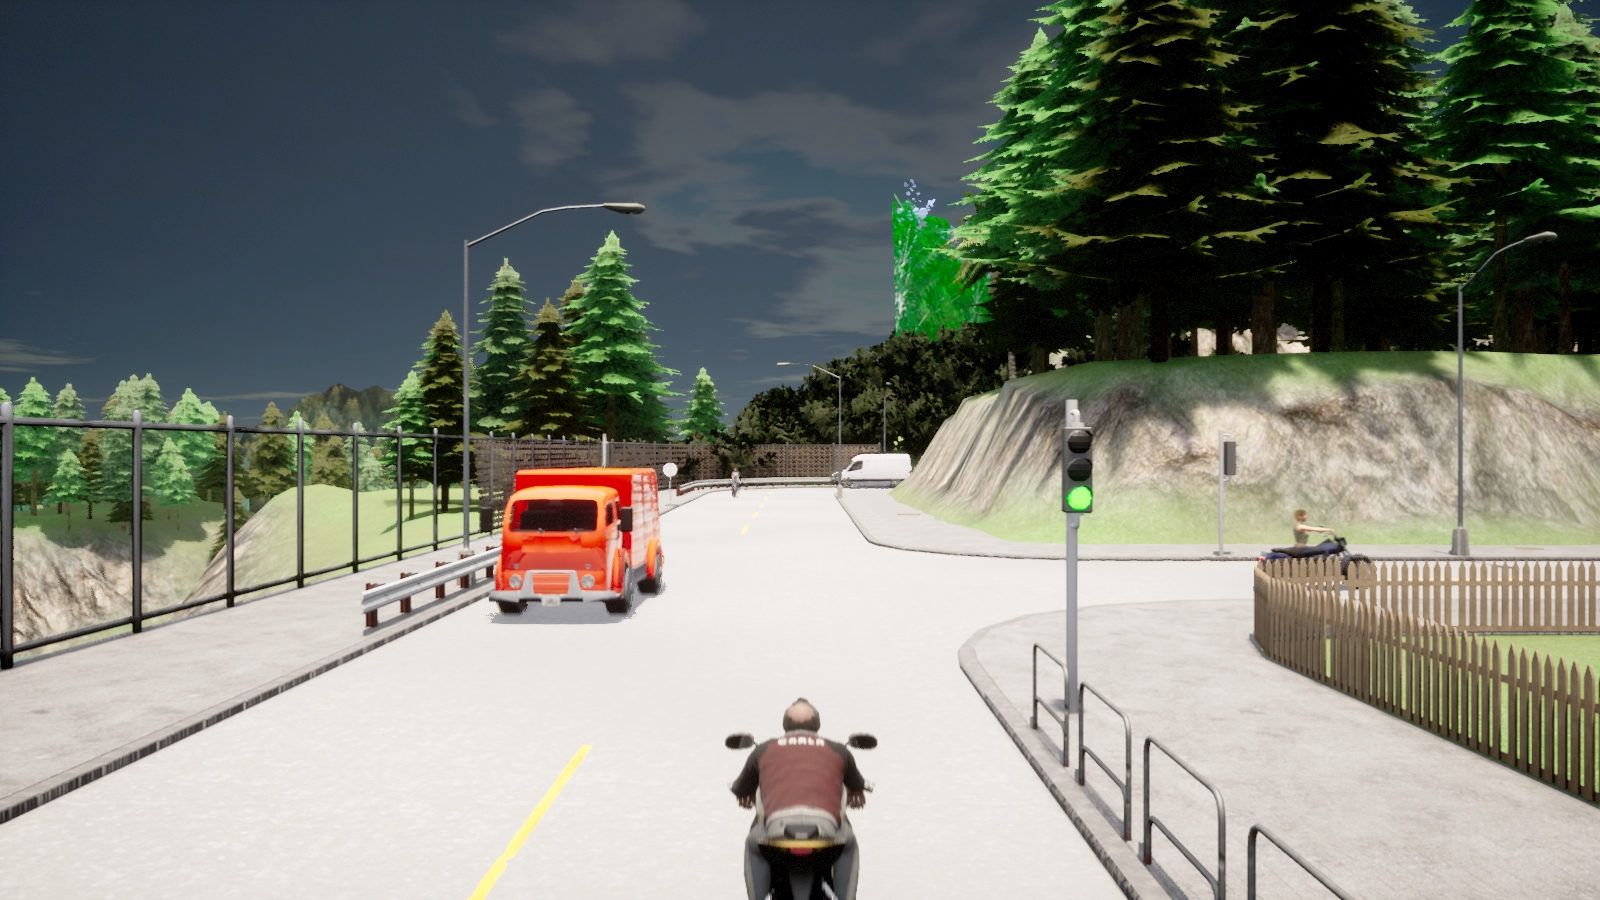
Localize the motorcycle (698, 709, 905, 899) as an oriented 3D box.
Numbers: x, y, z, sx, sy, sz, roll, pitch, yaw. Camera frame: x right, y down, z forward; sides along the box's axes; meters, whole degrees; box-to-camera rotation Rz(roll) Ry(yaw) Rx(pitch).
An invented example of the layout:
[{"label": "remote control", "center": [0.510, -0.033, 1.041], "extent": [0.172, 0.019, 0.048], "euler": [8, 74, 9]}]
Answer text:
[{"label": "motorcycle", "center": [0.007, 2.207, 5.892], "extent": [0.867, 1.251, 2.209], "euler": [0, 0, 0]}]

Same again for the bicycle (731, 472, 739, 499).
[{"label": "bicycle", "center": [-3.793, 2.080, 66.818], "extent": [0.373, 1.496, 1.643], "euler": [1, 0, 1]}]

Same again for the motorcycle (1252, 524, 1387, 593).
[{"label": "motorcycle", "center": [10.382, 2.164, 22.892], "extent": [2.356, 1.307, 0.764], "euler": [0, 0, 1]}]

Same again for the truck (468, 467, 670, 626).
[{"label": "truck", "center": [-3.974, 1.575, 20.827], "extent": [2.627, 2.467, 5.204], "euler": [0, 0, 0]}]
